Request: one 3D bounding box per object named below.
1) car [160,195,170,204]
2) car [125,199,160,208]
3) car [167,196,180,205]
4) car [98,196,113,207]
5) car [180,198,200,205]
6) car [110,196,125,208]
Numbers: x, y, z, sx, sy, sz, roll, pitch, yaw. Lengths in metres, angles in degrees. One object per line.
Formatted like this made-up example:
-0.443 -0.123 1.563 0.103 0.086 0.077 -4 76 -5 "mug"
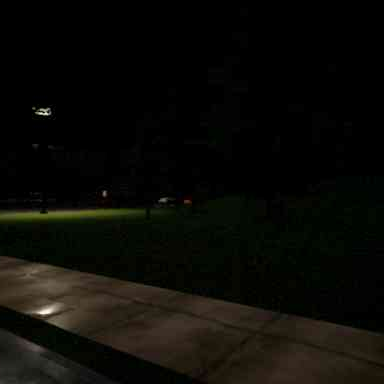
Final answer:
-4.838 1.637 71.721 2.150 2.045 5.566 -1 0 36 "car"
-8.146 1.836 55.291 1.882 1.535 5.008 -1 0 36 "car"
-2.476 1.990 69.015 1.895 1.301 4.718 -1 0 36 "car"
-14.083 1.640 59.044 2.150 2.045 5.566 -1 0 36 "car"
0.333 1.835 66.929 1.882 1.535 5.008 -1 0 36 "car"
-11.069 1.899 57.225 1.837 1.490 4.892 -1 0 36 "car"
